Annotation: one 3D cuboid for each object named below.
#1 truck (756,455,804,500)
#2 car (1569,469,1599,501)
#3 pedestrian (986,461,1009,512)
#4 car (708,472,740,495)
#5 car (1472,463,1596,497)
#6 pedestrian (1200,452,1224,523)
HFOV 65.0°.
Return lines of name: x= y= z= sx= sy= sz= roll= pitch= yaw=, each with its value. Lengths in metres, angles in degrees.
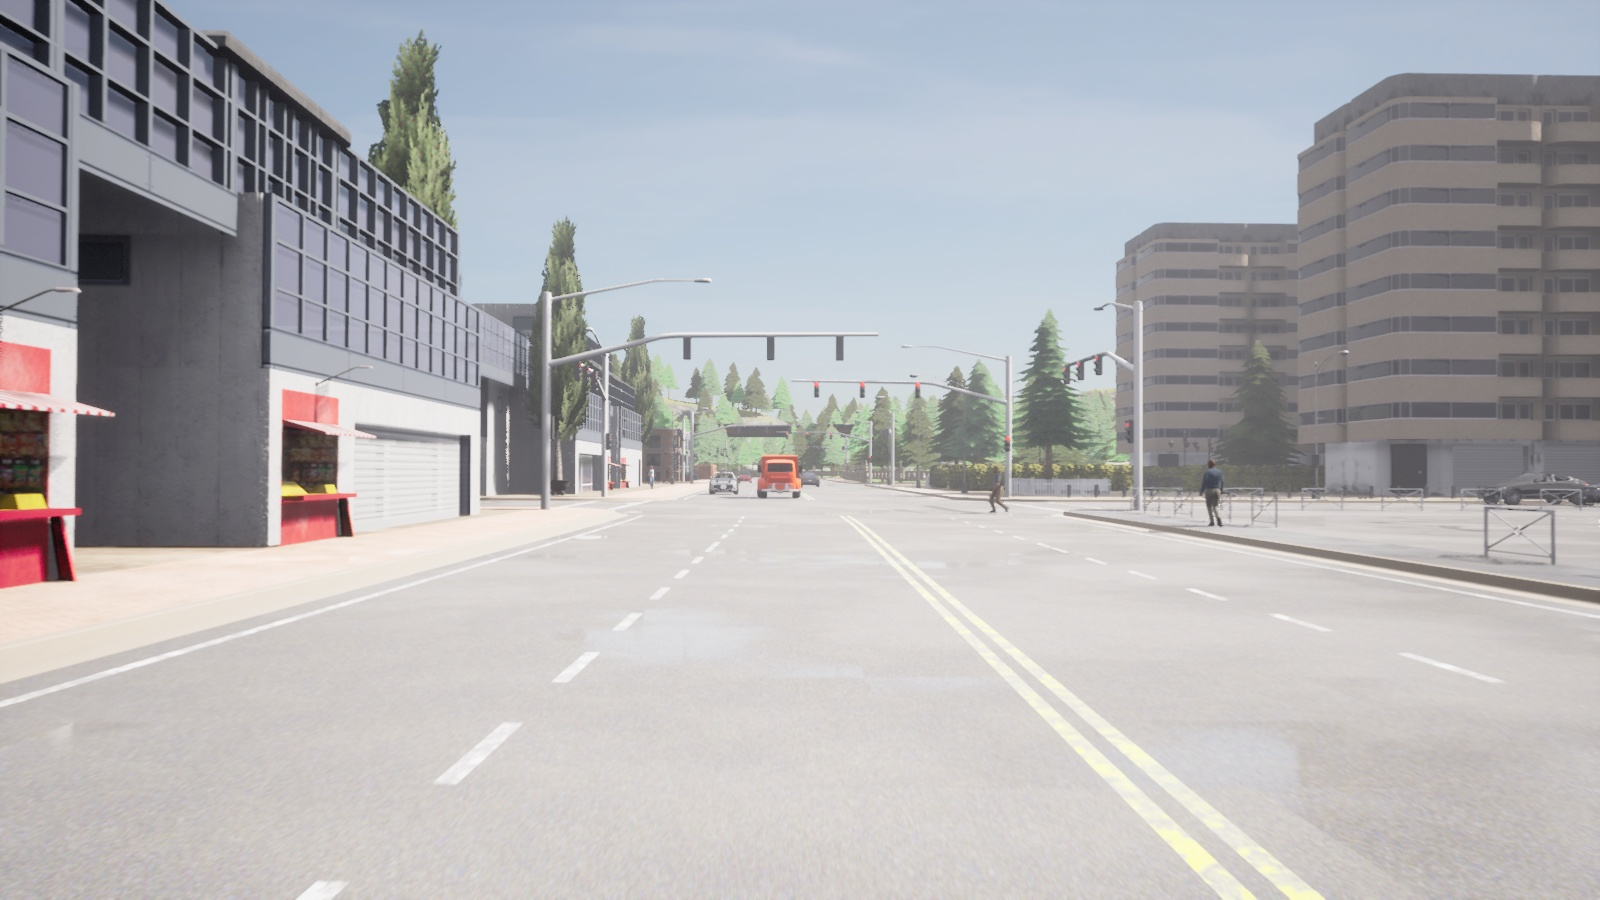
truck: x=-1.177 y=1.537 z=72.112 sx=2.627 sy=2.467 sz=5.204 roll=0 pitch=-1 yaw=-2
car: x=39.082 y=1.675 z=59.922 sx=3.633 sy=1.501 sz=1.845 roll=0 pitch=-1 yaw=-2
pedestrian: x=7.270 y=1.351 z=46.321 sx=0.694 sy=1.848 sz=0.540 roll=0 pitch=-1 yaw=-8
car: x=-4.979 y=2.185 z=82.707 sx=1.970 sy=1.475 sz=3.806 roll=0 pitch=-1 yaw=-2
car: x=36.983 y=1.506 z=63.363 sx=5.027 sy=1.651 sz=2.152 roll=0 pitch=-1 yaw=-2
pedestrian: x=10.809 y=0.982 z=32.977 sx=0.370 sy=1.835 sz=0.726 roll=0 pitch=-1 yaw=1
